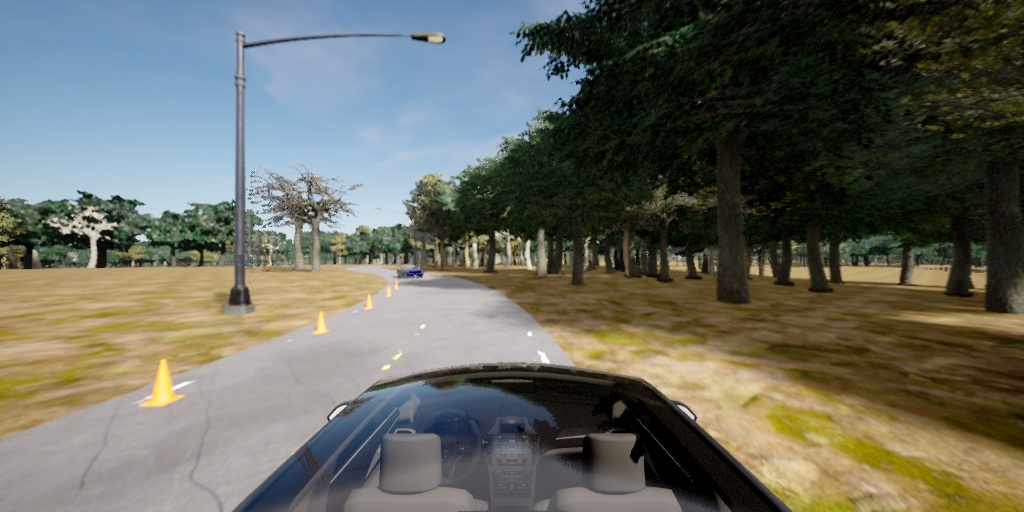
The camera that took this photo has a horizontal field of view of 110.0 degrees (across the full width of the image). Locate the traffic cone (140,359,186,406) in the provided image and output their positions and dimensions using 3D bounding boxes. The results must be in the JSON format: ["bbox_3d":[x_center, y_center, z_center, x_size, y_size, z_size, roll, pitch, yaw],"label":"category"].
[{"bbox_3d":[-4.949,1.765,5.088,0.340,0.580,0.340,0,0,-3],"label":"traffic cone"}]

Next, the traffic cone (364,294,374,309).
[{"bbox_3d":[-5.878,1.856,14.758,0.340,0.580,0.340,0,0,-9],"label":"traffic cone"}]

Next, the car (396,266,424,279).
[{"bbox_3d":[-10.625,1.653,37.282,1.895,1.301,4.718,0,0,-30],"label":"car"}]

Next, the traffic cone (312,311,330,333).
[{"bbox_3d":[-5.288,1.812,9.935,0.340,0.580,0.340,0,0,-5],"label":"traffic cone"}]

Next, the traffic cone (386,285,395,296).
[{"bbox_3d":[-6.720,1.895,19.543,0.340,0.580,0.340,0,0,-11],"label":"traffic cone"}]

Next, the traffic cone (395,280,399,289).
[{"bbox_3d":[-7.808,1.929,24.279,0.340,0.580,0.340,0,0,-14],"label":"traffic cone"}]
